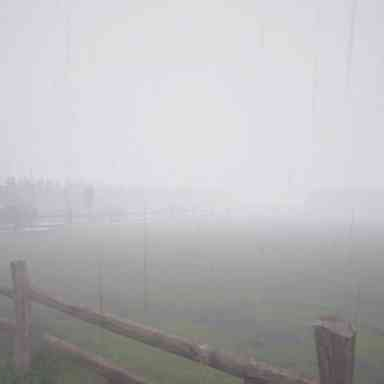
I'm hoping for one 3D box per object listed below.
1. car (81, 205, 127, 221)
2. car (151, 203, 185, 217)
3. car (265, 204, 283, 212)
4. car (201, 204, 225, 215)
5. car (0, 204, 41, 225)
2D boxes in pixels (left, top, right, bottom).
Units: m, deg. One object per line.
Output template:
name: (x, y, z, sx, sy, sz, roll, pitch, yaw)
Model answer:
car: (-8.573, 2.061, 32.629, 2.128, 1.511, 4.902, -1, -2, 36)
car: (-2.865, 2.145, 40.492, 2.097, 1.767, 4.553, -1, -2, 36)
car: (14.823, 2.835, 59.881, 1.882, 1.535, 5.008, -1, -2, 36)
car: (3.206, 2.554, 48.755, 1.812, 1.442, 4.674, -1, -2, 36)
car: (-13.949, 1.707, 25.127, 2.097, 1.767, 4.553, -1, -2, 35)
